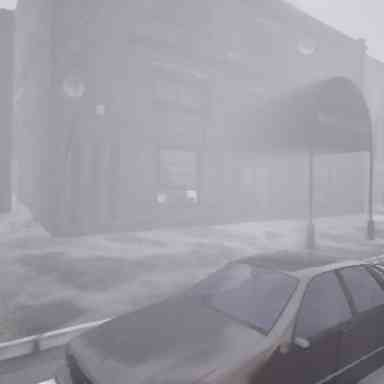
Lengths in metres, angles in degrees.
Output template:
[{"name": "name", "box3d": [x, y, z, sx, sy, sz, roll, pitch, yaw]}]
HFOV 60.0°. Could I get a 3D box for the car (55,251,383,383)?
[{"name": "car", "box3d": [1.234, 1.547, 4.258, 5.357, 1.411, 2.033, 0, 0, -36]}]
